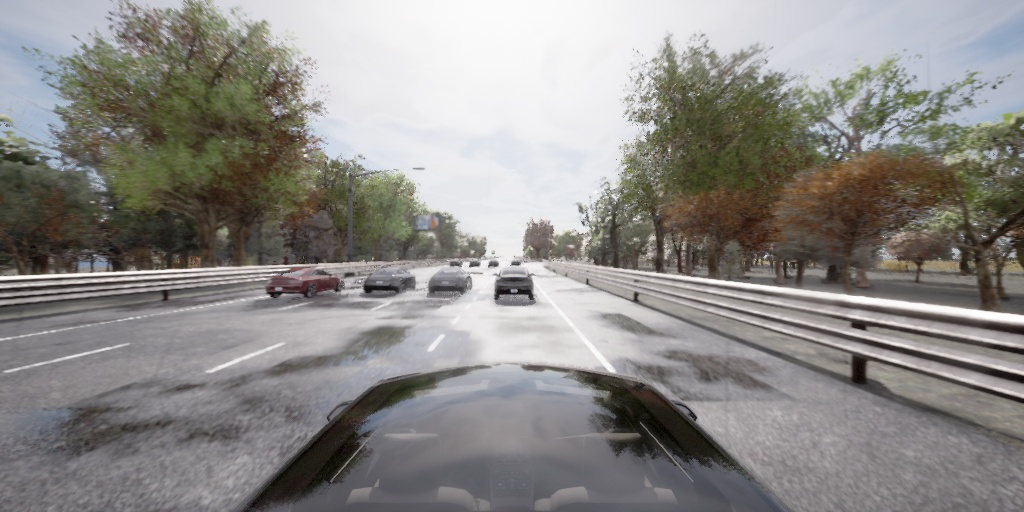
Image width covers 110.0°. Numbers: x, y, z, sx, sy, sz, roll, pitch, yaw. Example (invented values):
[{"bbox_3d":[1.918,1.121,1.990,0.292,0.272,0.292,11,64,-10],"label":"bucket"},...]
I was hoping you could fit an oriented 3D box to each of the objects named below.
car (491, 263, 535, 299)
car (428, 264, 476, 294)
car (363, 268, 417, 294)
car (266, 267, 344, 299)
[{"bbox_3d":[0.093,1.285,18.273,1.837,1.490,4.892,0,0,0],"label":"car"},{"bbox_3d":[-3.408,1.347,20.409,1.994,1.385,4.181,0,0,0],"label":"car"},{"bbox_3d":[-6.908,1.347,20.719,1.994,1.385,4.181,0,0,0],"label":"car"},{"bbox_3d":[-10.406,1.304,18.294,1.812,1.442,4.674,0,0,0],"label":"car"}]
